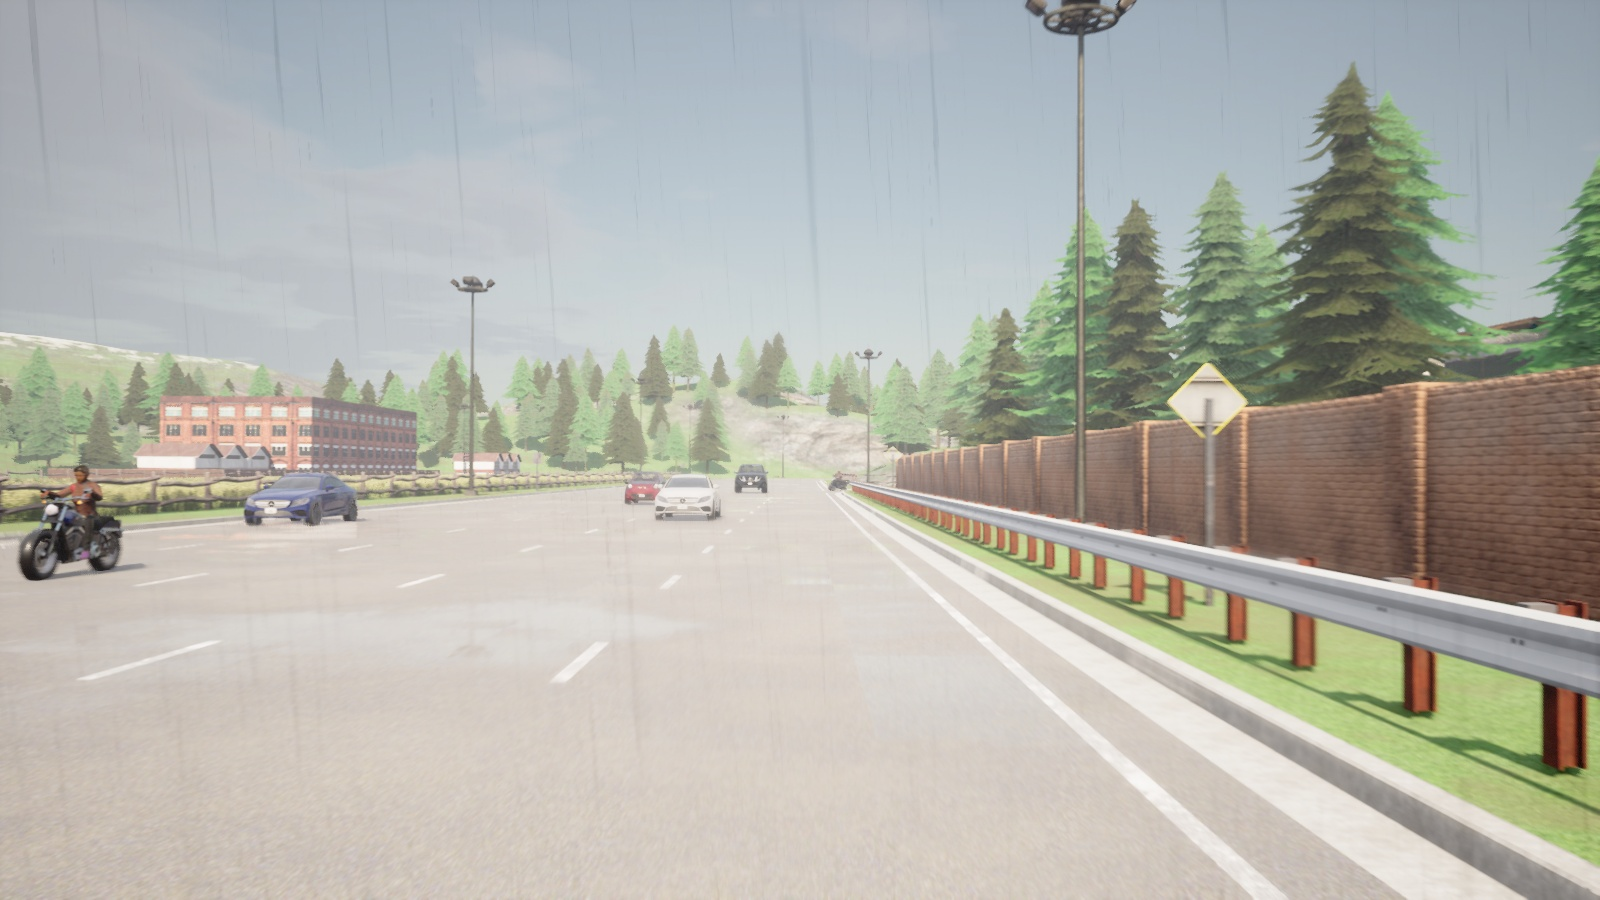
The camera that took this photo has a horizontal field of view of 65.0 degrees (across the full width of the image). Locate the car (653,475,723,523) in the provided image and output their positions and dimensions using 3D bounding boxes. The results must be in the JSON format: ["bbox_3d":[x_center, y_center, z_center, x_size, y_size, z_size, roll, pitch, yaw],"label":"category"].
[{"bbox_3d":[-3.552,1.530,40.463,1.812,1.442,4.674,0,-1,0],"label":"car"}]

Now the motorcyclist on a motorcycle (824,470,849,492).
[{"bbox_3d":[2.855,2.384,97.733,0.766,1.649,2.350,1,0,34],"label":"motorcyclist on a motorcycle"}]

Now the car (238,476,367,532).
[{"bbox_3d":[-14.067,1.495,35.828,1.812,1.442,4.674,0,-1,0],"label":"car"}]

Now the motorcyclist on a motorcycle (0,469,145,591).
[{"bbox_3d":[-10.545,1.113,18.304,0.766,1.649,2.350,0,-1,0],"label":"motorcyclist on a motorcycle"}]

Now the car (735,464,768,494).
[{"bbox_3d":[-3.389,2.031,88.869,2.150,2.045,5.566,0,-1,0],"label":"car"}]

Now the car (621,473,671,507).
[{"bbox_3d":[-6.994,1.814,57.433,1.845,1.501,3.633,0,-1,0],"label":"car"}]
